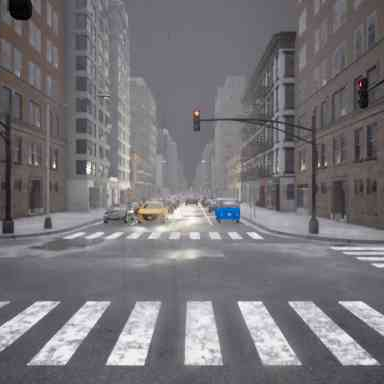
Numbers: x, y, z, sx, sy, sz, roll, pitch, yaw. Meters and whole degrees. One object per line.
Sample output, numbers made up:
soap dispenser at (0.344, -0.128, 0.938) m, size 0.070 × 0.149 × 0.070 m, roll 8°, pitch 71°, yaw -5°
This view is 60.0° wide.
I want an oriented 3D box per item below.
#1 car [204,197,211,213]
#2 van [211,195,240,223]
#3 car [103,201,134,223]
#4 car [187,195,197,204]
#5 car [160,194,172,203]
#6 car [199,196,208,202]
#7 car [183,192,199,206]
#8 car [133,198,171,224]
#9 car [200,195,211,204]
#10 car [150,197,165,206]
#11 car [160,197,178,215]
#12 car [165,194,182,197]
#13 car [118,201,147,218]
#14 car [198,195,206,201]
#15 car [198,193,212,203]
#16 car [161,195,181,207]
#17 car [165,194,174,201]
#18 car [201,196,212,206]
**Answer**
car at (2.598, 1.580, 36.402) m, size 1.802 × 1.307 × 4.206 m, roll 0°, pitch 0°, yaw 0°
van at (2.610, 1.340, 25.040) m, size 1.690 × 1.788 × 3.998 m, roll 0°, pitch 0°, yaw 0°
car at (-5.415, 1.549, 25.023) m, size 2.008 × 1.369 × 4.403 m, roll 0°, pitch 0°, yaw 0°
car at (-0.069, 1.459, 65.168) m, size 1.882 × 1.535 × 5.008 m, roll 0°, pitch 0°, yaw 0°
car at (-5.462, 1.292, 70.477) m, size 2.192 × 1.841 × 5.009 m, roll 0°, pitch 0°, yaw 0°
car at (2.557, 1.524, 76.171) m, size 2.008 × 1.369 × 4.403 m, roll 0°, pitch 0°, yaw 0°
car at (-0.059, 1.341, 55.136) m, size 2.097 × 1.767 × 4.553 m, roll 0°, pitch 0°, yaw 0°
car at (-2.851, 1.476, 24.827) m, size 1.882 × 1.535 × 5.008 m, roll 0°, pitch 0°, yaw 0°
car at (2.569, 1.421, 64.809) m, size 1.967 × 1.590 × 4.097 m, roll 0°, pitch 0°, yaw 0°
car at (-5.444, 1.556, 53.432) m, size 1.947 × 1.339 × 4.313 m, roll 0°, pitch 0°, yaw 0°
car at (-2.838, 1.562, 34.196) m, size 1.994 × 1.385 × 4.181 m, roll 0°, pitch 0°, yaw 0°
car at (-2.843, 1.484, 50.028) m, size 2.128 × 1.511 × 4.902 m, roll 0°, pitch 0°, yaw 1°
car at (-5.421, 1.543, 30.704) m, size 1.887 × 1.381 × 4.507 m, roll 0°, pitch 0°, yaw 0°
car at (2.545, 1.530, 87.534) m, size 1.947 × 1.339 × 4.313 m, roll 0°, pitch 0°, yaw 0°
car at (2.581, 1.305, 53.446) m, size 2.192 × 1.841 × 5.009 m, roll 0°, pitch 0°, yaw 0°
car at (-2.831, 1.522, 43.013) m, size 1.812 × 1.442 × 4.674 m, roll 0°, pitch 0°, yaw 1°
car at (-5.474, 1.409, 81.841) m, size 1.967 × 1.590 × 4.097 m, roll 0°, pitch 0°, yaw 0°
car at (2.586, 1.576, 47.765) m, size 1.802 × 1.307 × 4.206 m, roll 0°, pitch 0°, yaw 0°
